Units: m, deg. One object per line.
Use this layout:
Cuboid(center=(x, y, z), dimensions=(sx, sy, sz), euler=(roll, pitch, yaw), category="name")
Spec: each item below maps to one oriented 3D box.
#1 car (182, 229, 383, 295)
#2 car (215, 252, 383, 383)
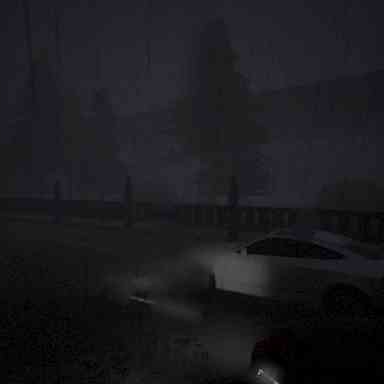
Cuboid(center=(1.973, 1.496, 6.883), dimensions=(4.674, 1.442, 1.812), euler=(1, 0, 35), category="car")
Cuboid(center=(2.632, 1.538, 2.113), dimensions=(4.674, 1.442, 1.812), euler=(1, 0, 35), category="car")
